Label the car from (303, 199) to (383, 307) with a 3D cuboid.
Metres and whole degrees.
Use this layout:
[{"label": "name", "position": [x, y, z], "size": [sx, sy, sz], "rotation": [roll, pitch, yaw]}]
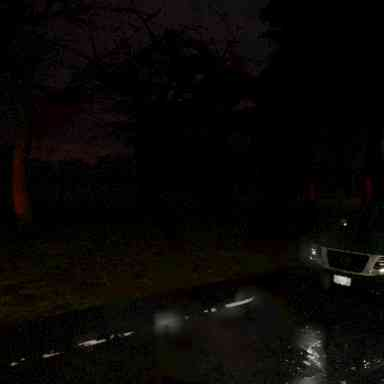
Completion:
[{"label": "car", "position": [4.905, 1.192, 7.487], "size": [5.566, 2.045, 2.150], "rotation": [-1, 0, -35]}]
